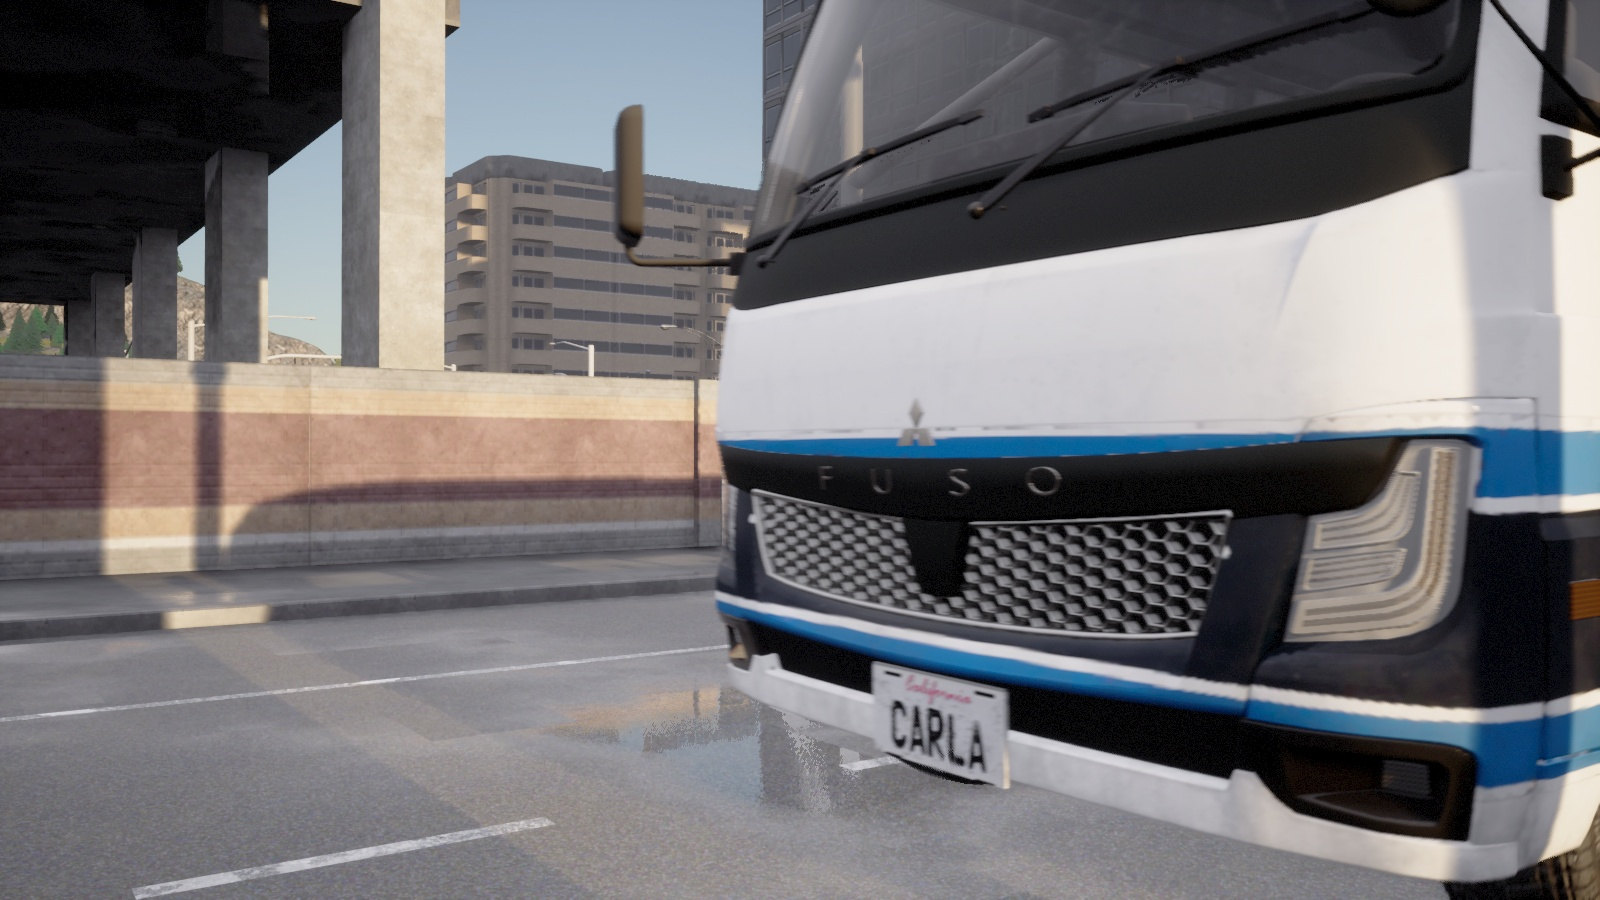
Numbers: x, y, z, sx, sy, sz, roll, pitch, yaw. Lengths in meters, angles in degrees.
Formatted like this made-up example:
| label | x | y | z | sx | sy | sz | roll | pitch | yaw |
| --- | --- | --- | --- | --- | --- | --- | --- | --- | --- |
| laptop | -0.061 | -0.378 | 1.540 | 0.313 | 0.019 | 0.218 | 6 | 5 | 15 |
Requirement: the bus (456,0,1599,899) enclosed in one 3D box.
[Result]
| label | x | y | z | sx | sy | sz | roll | pitch | yaw |
| --- | --- | --- | --- | --- | --- | --- | --- | --- | --- |
| bus | 3.942 | -0.624 | 6.440 | 10.273 | 4.253 | 3.944 | 0 | 0 | -36 |
